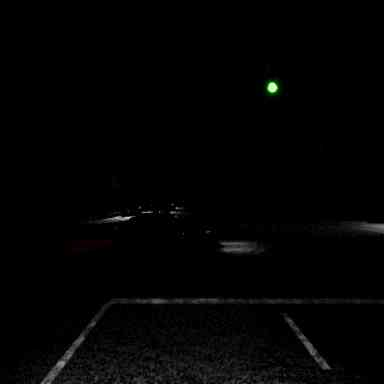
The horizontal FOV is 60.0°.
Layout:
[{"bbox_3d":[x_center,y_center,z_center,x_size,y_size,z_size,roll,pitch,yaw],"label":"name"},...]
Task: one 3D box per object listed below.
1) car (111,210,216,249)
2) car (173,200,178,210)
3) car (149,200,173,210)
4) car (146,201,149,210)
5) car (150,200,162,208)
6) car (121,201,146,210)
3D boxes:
[{"bbox_3d":[-1.250,1.699,14.968,4.674,1.442,1.812,0,-1,3],"label":"car"},{"bbox_3d":[-3.588,1.918,49.579,2.097,1.767,4.553,0,-1,0],"label":"car"},{"bbox_3d":[-3.596,1.951,39.314,1.837,1.490,4.892,0,-1,0],"label":"car"},{"bbox_3d":[-7.087,2.049,50.316,1.882,1.535,5.008,0,-1,0],"label":"car"},{"bbox_3d":[-7.000,2.345,65.666,1.895,1.301,4.718,0,-1,0],"label":"car"},{"bbox_3d":[-7.105,1.937,39.236,2.128,1.511,4.902,0,-1,-2],"label":"car"}]
